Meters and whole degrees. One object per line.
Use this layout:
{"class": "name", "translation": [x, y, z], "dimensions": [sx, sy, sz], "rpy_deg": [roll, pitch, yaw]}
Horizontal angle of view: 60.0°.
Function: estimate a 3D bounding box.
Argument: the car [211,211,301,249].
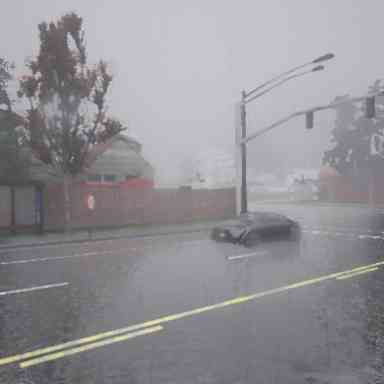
{"class": "car", "translation": [2.861, 1.555, 14.557], "dimensions": [4.181, 1.385, 1.994], "rpy_deg": [0, 0, -35]}
